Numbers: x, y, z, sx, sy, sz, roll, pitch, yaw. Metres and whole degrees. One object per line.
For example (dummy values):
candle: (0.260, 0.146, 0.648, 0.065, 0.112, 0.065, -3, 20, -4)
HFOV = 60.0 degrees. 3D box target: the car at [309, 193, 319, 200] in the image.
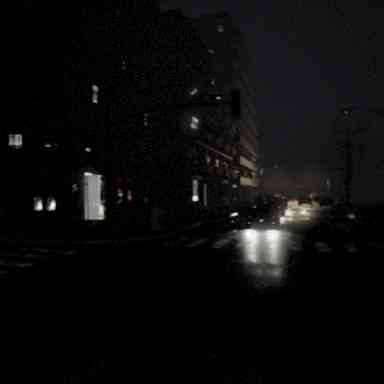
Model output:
car: (28.157, 1.064, 76.847, 1.967, 1.590, 4.097, -1, 0, 17)

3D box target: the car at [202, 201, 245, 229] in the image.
car: (1.901, 1.533, 21.310, 2.008, 1.369, 4.403, -1, 0, 17)

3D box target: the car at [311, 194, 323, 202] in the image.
car: (24.838, 1.202, 66.293, 1.887, 1.381, 4.507, -1, 0, 17)

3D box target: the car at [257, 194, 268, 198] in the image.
car: (8.541, 1.335, 42.420, 1.967, 1.590, 4.097, -1, 0, 17)

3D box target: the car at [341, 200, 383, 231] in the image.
car: (9.893, 1.388, 18.794, 1.887, 1.381, 4.507, -1, 0, 17)

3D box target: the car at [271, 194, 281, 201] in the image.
car: (20.166, 1.313, 79.363, 2.008, 1.369, 4.403, -1, 0, 17)

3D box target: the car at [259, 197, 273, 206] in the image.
car: (11.865, 1.435, 52.975, 1.802, 1.307, 4.206, -1, 0, 17)

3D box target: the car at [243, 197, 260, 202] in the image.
car: (5.222, 1.487, 31.866, 2.008, 1.369, 4.403, -1, 0, 17)

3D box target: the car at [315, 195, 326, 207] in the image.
car: (18.197, 1.317, 45.182, 1.802, 1.307, 4.206, -1, 0, 17)

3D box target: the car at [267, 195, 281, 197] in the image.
car: (10.851, 1.401, 41.043, 2.033, 1.411, 5.357, -1, 0, 18)

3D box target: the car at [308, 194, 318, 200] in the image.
car: (29.820, 1.158, 82.124, 2.008, 1.369, 4.403, -1, 0, 17)

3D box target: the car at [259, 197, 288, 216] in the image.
car: (7.671, 1.458, 30.998, 1.994, 1.385, 4.181, -1, 0, 18)

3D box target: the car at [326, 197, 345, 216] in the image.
car: (13.265, 1.323, 29.512, 1.752, 1.417, 4.829, -1, 0, 17)

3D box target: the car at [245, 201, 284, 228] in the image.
car: (4.678, 1.499, 21.513, 1.994, 1.385, 4.181, -1, 0, 18)

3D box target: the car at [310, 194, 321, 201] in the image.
car: (26.499, 1.191, 71.570, 2.008, 1.369, 4.403, -1, 0, 17)

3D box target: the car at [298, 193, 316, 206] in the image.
car: (16.784, 1.329, 49.312, 1.994, 1.385, 4.181, -1, 0, 17)

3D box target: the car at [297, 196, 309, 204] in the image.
car: (19.659, 1.332, 58.787, 1.895, 1.301, 4.718, -1, 0, 17)

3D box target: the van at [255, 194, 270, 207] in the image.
van: (10.200, 1.215, 47.698, 1.690, 1.788, 3.998, -1, 0, 17)

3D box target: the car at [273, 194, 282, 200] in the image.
car: (21.827, 1.296, 84.641, 2.008, 1.369, 4.403, -1, 0, 17)
